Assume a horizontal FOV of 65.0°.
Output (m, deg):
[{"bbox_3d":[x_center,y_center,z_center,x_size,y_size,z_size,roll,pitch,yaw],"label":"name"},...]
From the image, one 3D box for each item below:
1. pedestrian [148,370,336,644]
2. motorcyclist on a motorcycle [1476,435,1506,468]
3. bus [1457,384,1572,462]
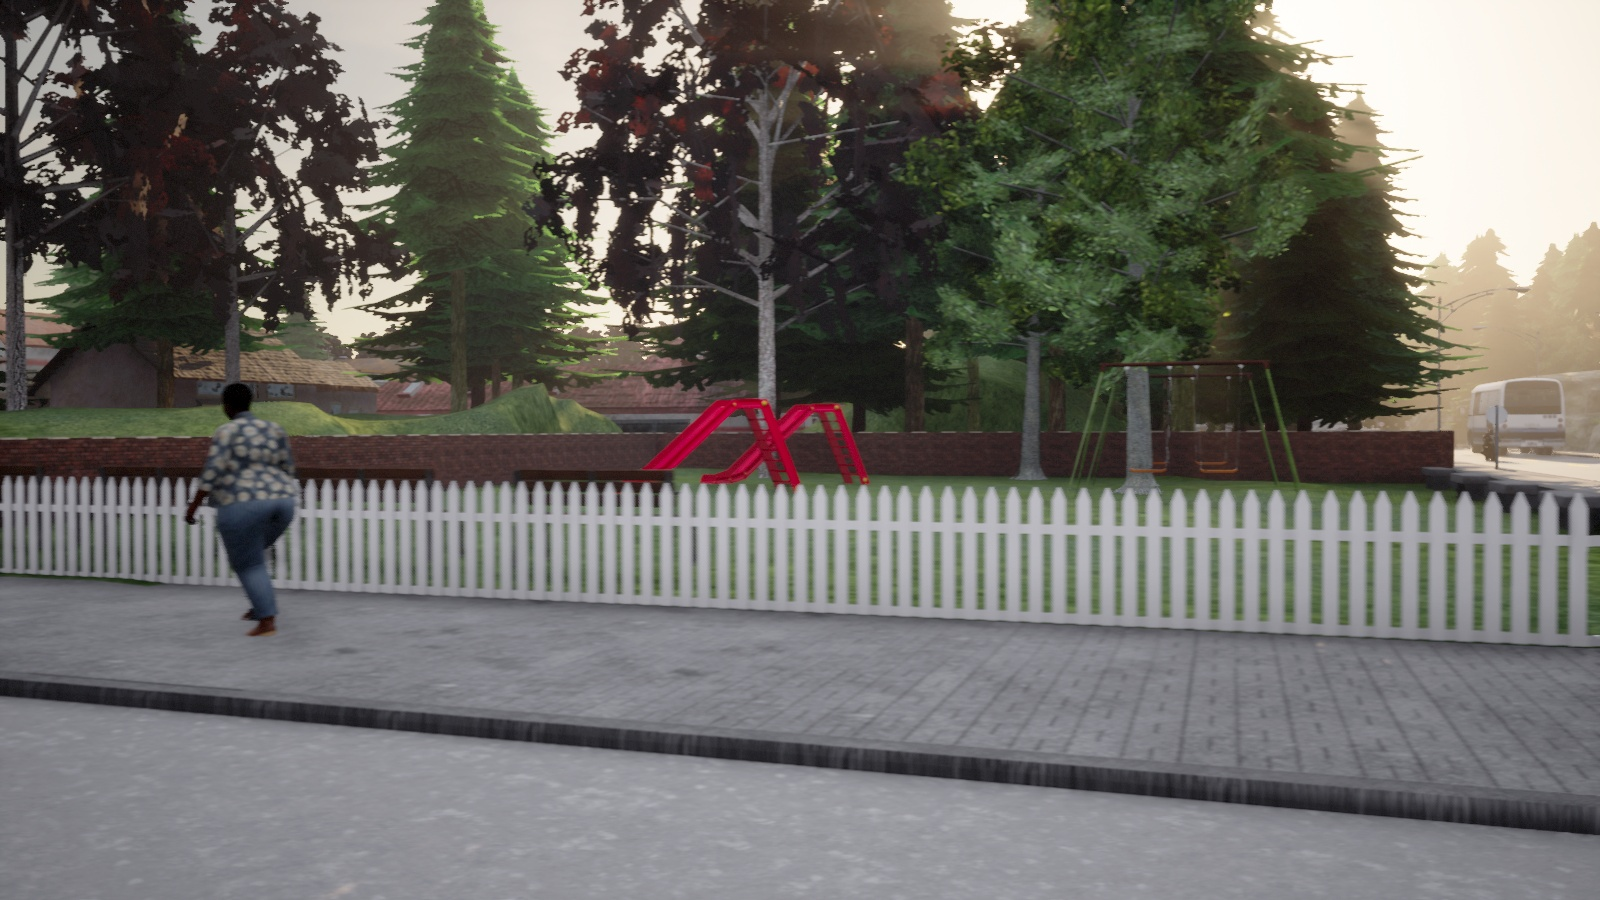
[{"bbox_3d":[-4.031,0.376,9.099,0.900,1.855,0.874,1,1,29],"label":"pedestrian"},{"bbox_3d":[32.158,0.053,58.484,0.866,1.530,2.191,1,1,19],"label":"motorcyclist on a motorcycle"},{"bbox_3d":[41.482,-1.559,73.354,3.944,4.253,10.273,1,1,19],"label":"bus"}]
